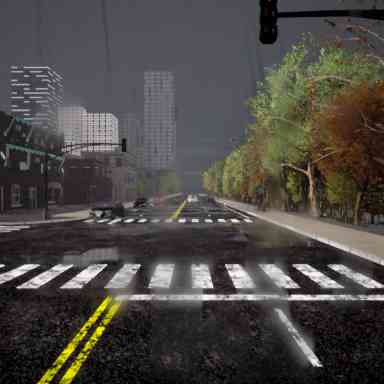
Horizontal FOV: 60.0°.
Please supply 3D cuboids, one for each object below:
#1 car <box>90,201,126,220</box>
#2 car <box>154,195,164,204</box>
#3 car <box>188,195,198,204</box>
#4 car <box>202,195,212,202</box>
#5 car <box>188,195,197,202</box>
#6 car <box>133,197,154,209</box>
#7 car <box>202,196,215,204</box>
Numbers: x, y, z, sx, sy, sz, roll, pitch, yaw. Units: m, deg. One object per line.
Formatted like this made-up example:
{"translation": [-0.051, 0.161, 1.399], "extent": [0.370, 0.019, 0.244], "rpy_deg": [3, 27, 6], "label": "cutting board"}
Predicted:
{"translation": [-6.907, 1.484, 27.611], "extent": [2.128, 1.511, 4.902], "rpy_deg": [0, 0, 4], "label": "car"}
{"translation": [-6.487, 1.328, 63.186], "extent": [2.097, 1.767, 4.553], "rpy_deg": [0, 0, 1], "label": "car"}
{"translation": [0.153, 1.502, 64.624], "extent": [1.812, 1.442, 4.674], "rpy_deg": [0, 0, 0], "label": "car"}
{"translation": [3.328, 1.511, 74.397], "extent": [2.033, 1.411, 5.357], "rpy_deg": [0, 0, 0], "label": "car"}
{"translation": [0.085, 1.448, 74.818], "extent": [1.882, 1.535, 5.008], "rpy_deg": [0, 0, 0], "label": "car"}
{"translation": [-6.557, 1.491, 43.944], "extent": [1.837, 1.490, 4.892], "rpy_deg": [0, 0, 0], "label": "car"}
{"translation": [3.410, 1.524, 63.743], "extent": [2.033, 1.411, 5.357], "rpy_deg": [0, 0, 0], "label": "car"}
